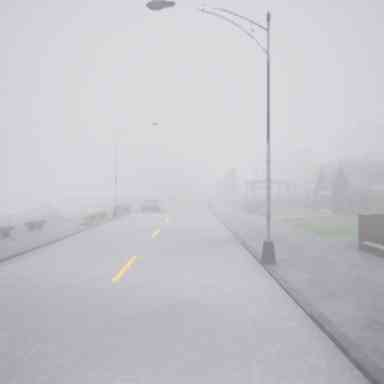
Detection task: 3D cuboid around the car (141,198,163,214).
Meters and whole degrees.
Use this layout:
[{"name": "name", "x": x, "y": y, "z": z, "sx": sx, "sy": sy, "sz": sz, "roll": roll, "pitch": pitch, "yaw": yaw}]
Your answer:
[{"name": "car", "x": -4.088, "y": 1.409, "z": 34.416, "sx": 1.837, "sy": 1.490, "sz": 4.892, "roll": 0, "pitch": 0, "yaw": 0}]

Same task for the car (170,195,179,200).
[{"name": "car", "x": -3.990, "y": 1.233, "z": 75.816, "sx": 1.895, "sy": 1.301, "sz": 4.718, "roll": 0, "pitch": 0, "yaw": 0}]
